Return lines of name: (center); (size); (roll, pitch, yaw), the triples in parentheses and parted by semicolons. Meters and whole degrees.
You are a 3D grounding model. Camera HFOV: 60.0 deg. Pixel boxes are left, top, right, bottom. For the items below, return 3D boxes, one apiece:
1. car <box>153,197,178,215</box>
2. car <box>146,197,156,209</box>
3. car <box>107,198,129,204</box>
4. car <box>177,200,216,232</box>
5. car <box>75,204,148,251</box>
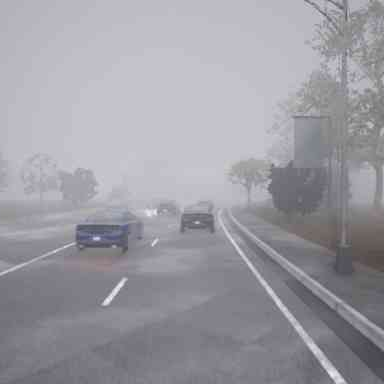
car: (-2.340, 1.503, 33.834); (1.837, 1.490, 4.892); (0, 0, 5)
car: (-4.777, 1.487, 44.687); (2.128, 1.511, 4.902); (0, 0, 9)
car: (-8.920, 1.518, 40.015); (1.812, 1.442, 4.674); (0, 0, 7)
car: (0.359, 1.477, 20.065); (1.882, 1.535, 5.008); (0, 0, 2)
car: (-3.302, 1.477, 14.118); (1.882, 1.535, 5.008); (0, 0, 1)
